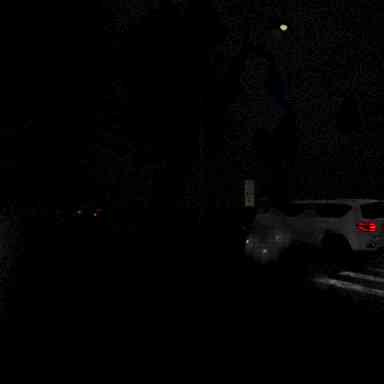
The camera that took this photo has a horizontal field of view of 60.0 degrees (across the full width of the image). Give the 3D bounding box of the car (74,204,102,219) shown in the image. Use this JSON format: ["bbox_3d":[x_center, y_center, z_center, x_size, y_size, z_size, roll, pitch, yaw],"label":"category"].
[{"bbox_3d":[-11.197,2.075,35.627,1.837,1.490,4.892,0,-1,-35],"label":"car"}]

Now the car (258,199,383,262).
[{"bbox_3d":[4.709,1.292,12.801,2.150,2.045,5.566,0,-1,-35],"label":"car"}]

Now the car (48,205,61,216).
[{"bbox_3d":[-16.707,2.228,38.462,2.033,1.411,5.357,0,-1,-34],"label":"car"}]

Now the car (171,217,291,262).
[{"bbox_3d":[1.156,1.705,12.741,1.895,1.301,4.718,0,-1,-35],"label":"car"}]
